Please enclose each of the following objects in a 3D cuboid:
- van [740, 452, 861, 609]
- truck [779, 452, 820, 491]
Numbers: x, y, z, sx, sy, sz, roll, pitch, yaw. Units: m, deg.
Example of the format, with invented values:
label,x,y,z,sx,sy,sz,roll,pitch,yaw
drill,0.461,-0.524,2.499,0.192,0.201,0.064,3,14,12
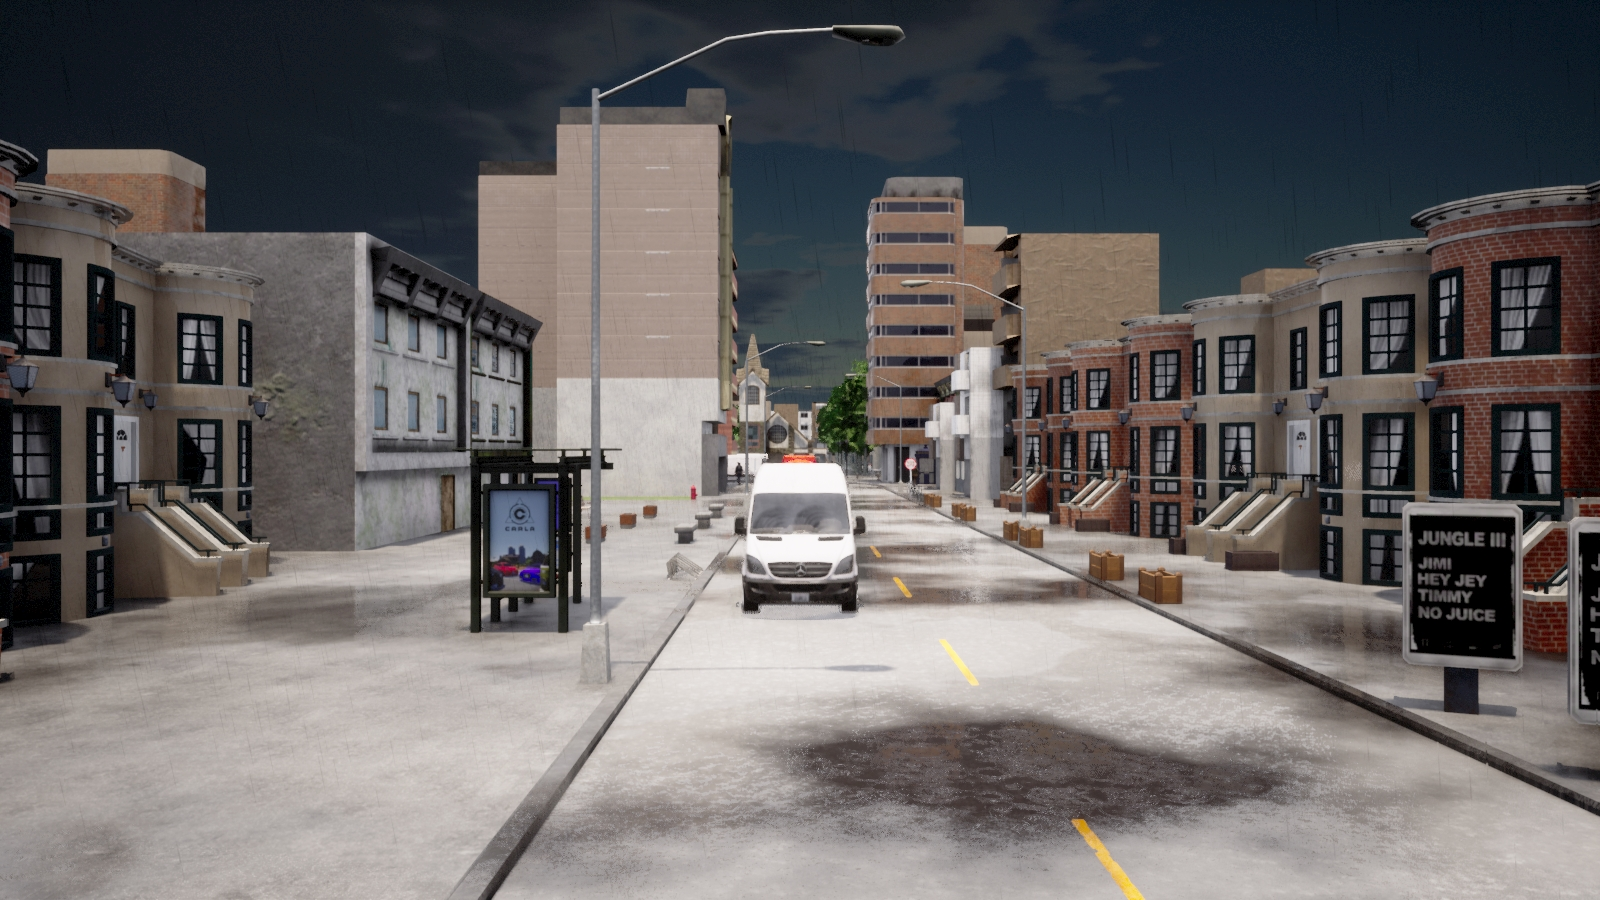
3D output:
label,x,y,z,sx,sy,sz,roll,pitch,yaw
van,0.008,1.323,21.587,1.988,2.561,5.915,0,0,0
truck,-0.054,1.376,75.516,2.627,2.467,5.204,0,0,0
